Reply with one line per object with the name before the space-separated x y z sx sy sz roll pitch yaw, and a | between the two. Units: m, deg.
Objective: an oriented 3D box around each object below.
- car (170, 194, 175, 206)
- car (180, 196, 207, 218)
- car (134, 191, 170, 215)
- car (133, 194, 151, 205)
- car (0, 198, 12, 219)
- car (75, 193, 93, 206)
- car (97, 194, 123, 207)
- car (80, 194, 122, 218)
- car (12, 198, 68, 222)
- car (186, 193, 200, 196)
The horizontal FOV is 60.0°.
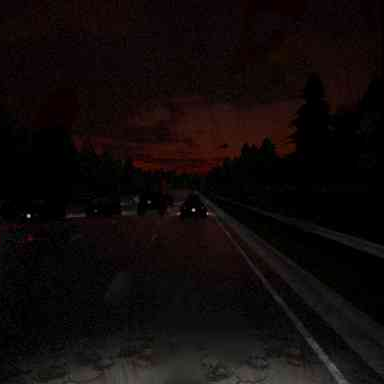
car | -3.436 1.005 43.937 1.837 1.490 4.892 0 1 1
car | 0.116 1.266 26.178 1.994 1.385 4.181 0 1 0
car | -3.482 0.882 29.820 2.150 2.045 5.566 0 1 0
car | -6.878 1.001 45.998 1.812 1.442 4.674 0 1 0
car | -13.885 1.181 25.774 1.882 1.535 5.008 0 1 0
car | -13.884 0.846 44.179 2.097 1.767 4.553 0 1 0
car | -10.387 1.005 42.617 2.128 1.511 4.902 0 1 0
car | -6.884 1.176 26.294 1.882 1.535 5.008 0 1 0
car | -10.386 1.234 23.587 1.837 1.490 4.892 0 1 0
car | 0.130 0.912 49.711 1.882 1.535 5.008 0 1 0
